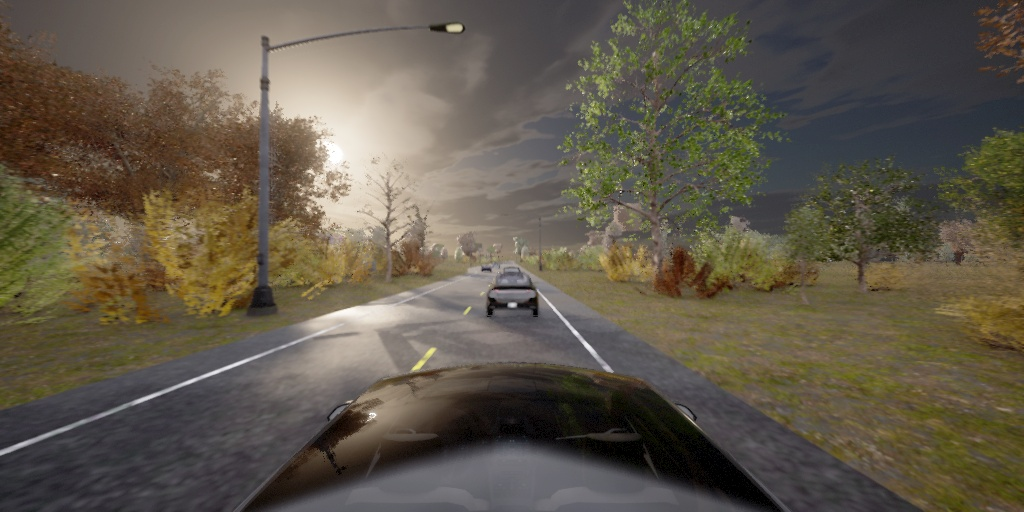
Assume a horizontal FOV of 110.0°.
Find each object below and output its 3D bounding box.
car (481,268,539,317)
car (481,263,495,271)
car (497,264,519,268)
[{"bbox_3d":[0.030,1.408,14.037,2.128,1.511,4.902,0,-1,0],"label":"car"},{"bbox_3d":[-4.240,2.107,59.781,1.895,1.301,4.718,0,-1,-4],"label":"car"},{"bbox_3d":[-0.029,1.624,29.062,1.837,1.490,4.892,0,0,0],"label":"car"}]
